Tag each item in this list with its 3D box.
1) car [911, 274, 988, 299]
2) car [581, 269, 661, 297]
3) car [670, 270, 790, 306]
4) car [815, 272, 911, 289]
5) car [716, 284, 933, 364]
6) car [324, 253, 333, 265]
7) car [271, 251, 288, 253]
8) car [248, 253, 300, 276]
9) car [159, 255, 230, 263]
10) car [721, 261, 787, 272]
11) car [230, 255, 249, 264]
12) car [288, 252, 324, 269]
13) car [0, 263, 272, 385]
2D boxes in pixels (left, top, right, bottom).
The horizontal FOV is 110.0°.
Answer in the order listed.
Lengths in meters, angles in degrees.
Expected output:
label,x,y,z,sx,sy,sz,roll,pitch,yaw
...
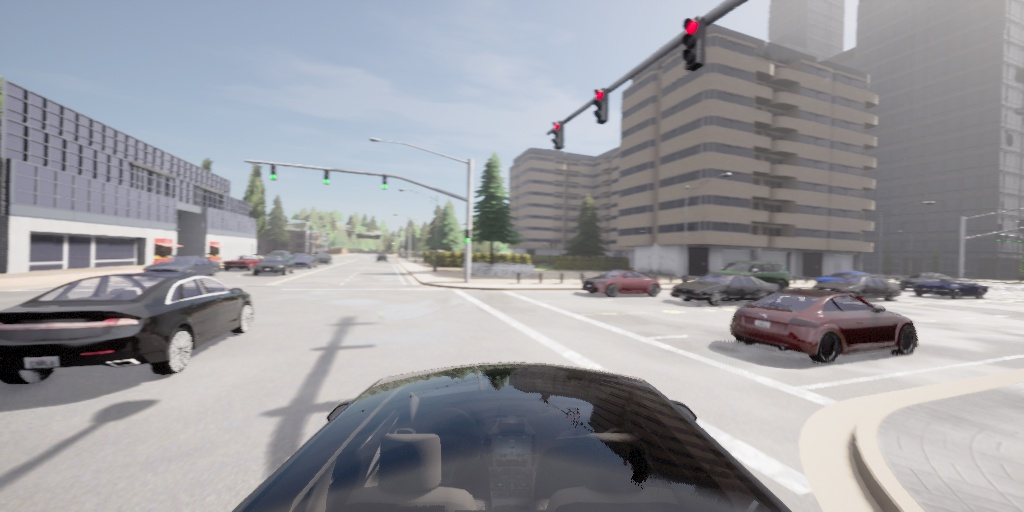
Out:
label,x,y,z,sx,sy,sz,roll,pitch,yaw
car,29.034,2.122,23.795,4.718,1.301,1.895,2,0,-19
car,5.886,1.424,19.301,4.181,1.385,1.994,2,0,-20
car,10.247,1.543,17.136,5.357,1.411,2.033,2,0,-20
car,19.737,1.808,20.506,5.357,1.411,2.033,2,0,-20
car,7.347,1.505,8.509,4.181,1.385,1.994,2,0,-20
car,-24.455,0.354,46.429,1.882,1.535,5.008,2,0,-19
car,-25.876,0.210,39.794,2.097,1.767,4.553,2,0,-19
car,-17.646,0.709,26.811,1.994,1.385,4.181,2,0,-19
car,-19.518,0.656,21.527,2.033,1.411,5.357,2,0,-18
car,14.700,1.328,22.429,5.566,2.045,2.150,2,0,-20
car,-22.679,0.585,30.580,1.895,1.301,4.718,2,0,-19
car,-21.048,0.558,36.532,2.033,1.411,5.357,2,0,-19
car,-6.466,1.035,6.598,2.128,1.511,4.902,2,0,-20
